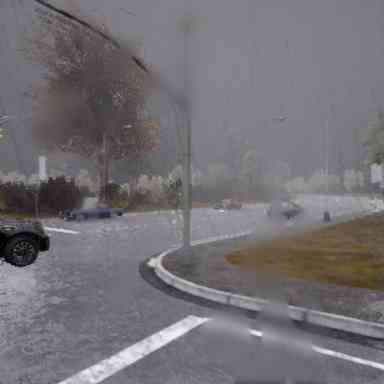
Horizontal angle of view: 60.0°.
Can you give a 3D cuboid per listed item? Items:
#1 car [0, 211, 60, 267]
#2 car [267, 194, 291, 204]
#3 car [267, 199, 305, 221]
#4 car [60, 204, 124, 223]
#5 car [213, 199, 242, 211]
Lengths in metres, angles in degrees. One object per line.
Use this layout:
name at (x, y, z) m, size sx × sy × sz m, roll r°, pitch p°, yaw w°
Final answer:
car at (-6.895, 1.212, 9.132) m, size 2.150 × 2.045 × 5.566 m, roll 0°, pitch 0°, yaw 39°
car at (13.887, 1.038, 52.976) m, size 2.033 × 1.411 × 5.357 m, roll 0°, pitch 0°, yaw 35°
car at (7.796, 1.503, 27.476) m, size 1.812 × 1.442 × 4.674 m, roll 0°, pitch 0°, yaw 38°
car at (-7.588, 1.571, 25.214) m, size 1.895 × 1.301 × 4.718 m, roll 0°, pitch 0°, yaw 39°
car at (4.345, 1.500, 40.274) m, size 1.994 × 1.385 × 4.181 m, roll 0°, pitch 0°, yaw 38°
